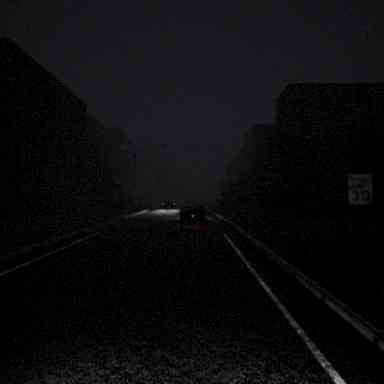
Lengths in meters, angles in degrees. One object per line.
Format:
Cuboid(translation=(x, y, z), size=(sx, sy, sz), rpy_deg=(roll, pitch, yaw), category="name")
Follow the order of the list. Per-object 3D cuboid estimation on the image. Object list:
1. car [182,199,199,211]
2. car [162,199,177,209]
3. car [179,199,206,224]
Cuboid(translation=(-0.168, 1.635, 42.852), size=(2.033, 1.411, 5.357), rpy_deg=(0, 0, -1), category="car")
Cuboid(translation=(-3.078, 1.694, 46.345), size=(1.895, 1.301, 4.718), rpy_deg=(0, 0, 0), category="car")
Cuboid(translation=(0.044, 1.529, 25.673), size=(1.882, 1.535, 5.008), rpy_deg=(0, 0, 0), category="car")
